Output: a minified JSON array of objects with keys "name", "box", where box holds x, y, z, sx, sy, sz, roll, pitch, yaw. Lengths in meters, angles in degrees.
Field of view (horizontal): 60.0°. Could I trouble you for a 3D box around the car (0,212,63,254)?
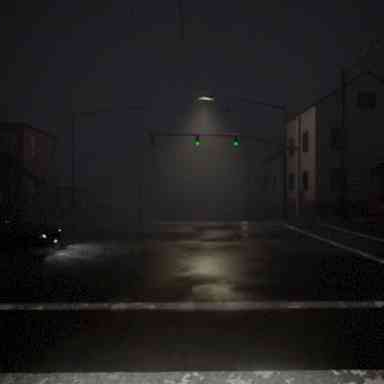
[{"name":"car","box":[-7.721,1.430,12.313,5.357,1.411,2.033,0,1,-1]}]
